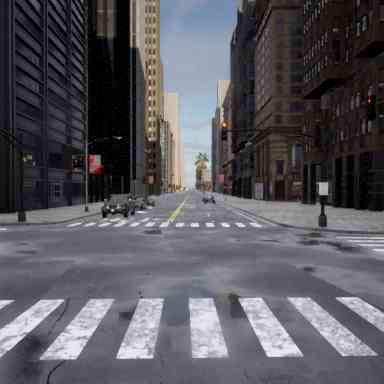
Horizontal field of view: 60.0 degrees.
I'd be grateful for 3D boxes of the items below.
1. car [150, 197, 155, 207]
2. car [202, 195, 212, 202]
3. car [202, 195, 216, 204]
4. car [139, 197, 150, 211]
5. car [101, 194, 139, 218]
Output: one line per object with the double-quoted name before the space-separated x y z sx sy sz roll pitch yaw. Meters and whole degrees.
"car" -6.676 1.497 50.504 1.994 1.385 4.181 0 0 -1
"car" 3.196 1.416 70.968 1.812 1.442 4.674 0 0 0
"car" 3.251 1.438 61.047 1.812 1.442 4.674 0 0 0
"car" -6.653 1.456 40.481 1.837 1.490 4.892 0 0 0
"car" -6.645 1.191 30.607 2.150 2.045 5.566 0 0 0
